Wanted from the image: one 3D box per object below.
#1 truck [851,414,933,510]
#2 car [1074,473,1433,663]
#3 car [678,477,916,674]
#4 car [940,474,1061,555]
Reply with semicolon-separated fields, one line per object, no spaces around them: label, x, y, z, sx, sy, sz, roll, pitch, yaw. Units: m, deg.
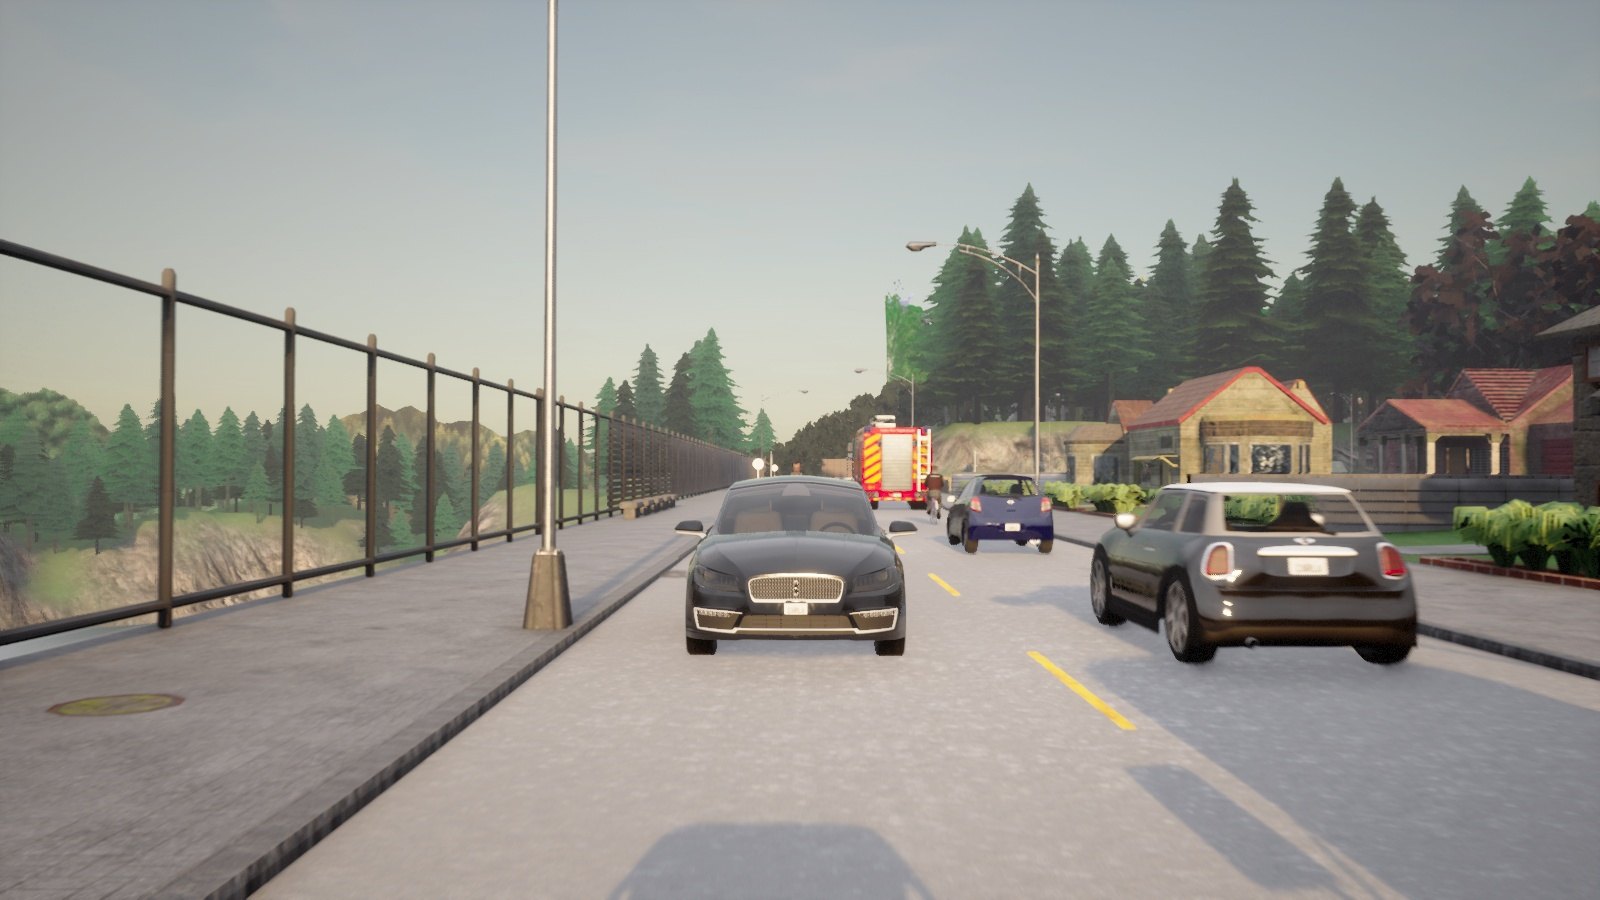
truck;3.864;0.549;54.620;2.891;3.827;8.468;0;-1;0
car;3.971;0.961;11.762;1.970;1.475;3.806;0;-1;0
car;-0.030;1.023;12.158;1.837;1.490;4.892;0;-1;0
car;3.939;1.236;25.254;1.845;1.501;3.633;0;-1;0
